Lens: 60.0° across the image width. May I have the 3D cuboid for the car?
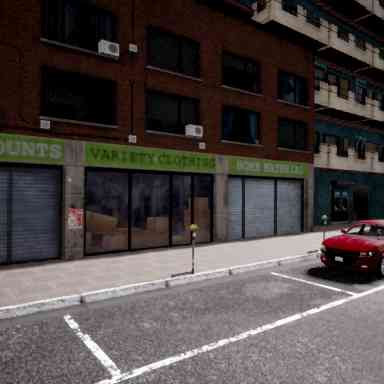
[{"bbox_3d":[5.763,1.548,10.206,4.507,1.381,1.887,0,1,-36],"label":"car"}]
